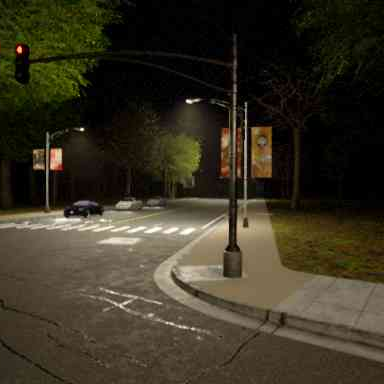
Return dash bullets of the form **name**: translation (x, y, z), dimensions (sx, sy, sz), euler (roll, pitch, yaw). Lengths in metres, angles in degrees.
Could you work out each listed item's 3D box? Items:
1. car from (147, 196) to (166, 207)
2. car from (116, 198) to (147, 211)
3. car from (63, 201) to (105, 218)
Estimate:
- **car**: translation (-5.074, 1.358, 48.674), dimensions (1.812, 1.442, 4.674), euler (0, 0, 12)
- **car**: translation (-7.201, 1.386, 38.676), dimensions (1.812, 1.442, 4.674), euler (0, 0, 12)
- **car**: translation (-9.281, 1.453, 28.834), dimensions (1.994, 1.385, 4.181), euler (0, 0, 13)
